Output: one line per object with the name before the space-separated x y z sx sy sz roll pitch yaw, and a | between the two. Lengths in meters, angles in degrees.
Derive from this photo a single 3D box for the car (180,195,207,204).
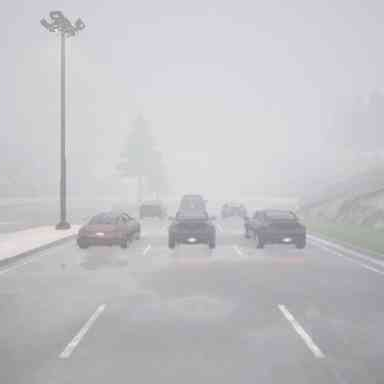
car | 0.131 1.255 29.484 2.150 2.045 5.566 0 0 2

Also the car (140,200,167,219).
car | -3.367 1.482 29.584 1.882 1.535 5.008 0 0 2

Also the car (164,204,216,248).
car | 0.000 1.514 14.650 1.837 1.490 4.892 0 0 0

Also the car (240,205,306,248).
car | 3.500 1.514 14.650 1.837 1.490 4.892 0 0 0

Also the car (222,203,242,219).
car | 3.629 1.614 29.355 1.895 1.301 4.718 0 0 2

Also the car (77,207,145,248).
car | -3.500 1.569 14.650 1.994 1.385 4.181 0 0 0
